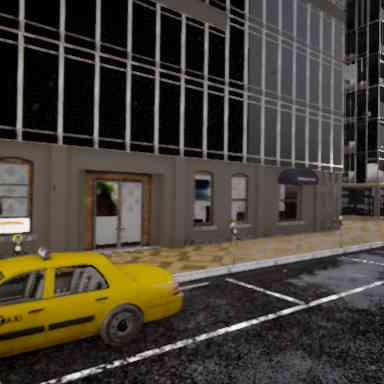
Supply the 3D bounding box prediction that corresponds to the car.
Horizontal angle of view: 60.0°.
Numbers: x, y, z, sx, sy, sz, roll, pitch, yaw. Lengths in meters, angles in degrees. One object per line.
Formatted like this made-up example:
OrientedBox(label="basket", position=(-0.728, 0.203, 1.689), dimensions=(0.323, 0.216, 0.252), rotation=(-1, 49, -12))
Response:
OrientedBox(label="car", position=(-2.429, 1.533, 4.817), dimensions=(4.829, 1.417, 1.752), rotation=(1, 0, -35))
